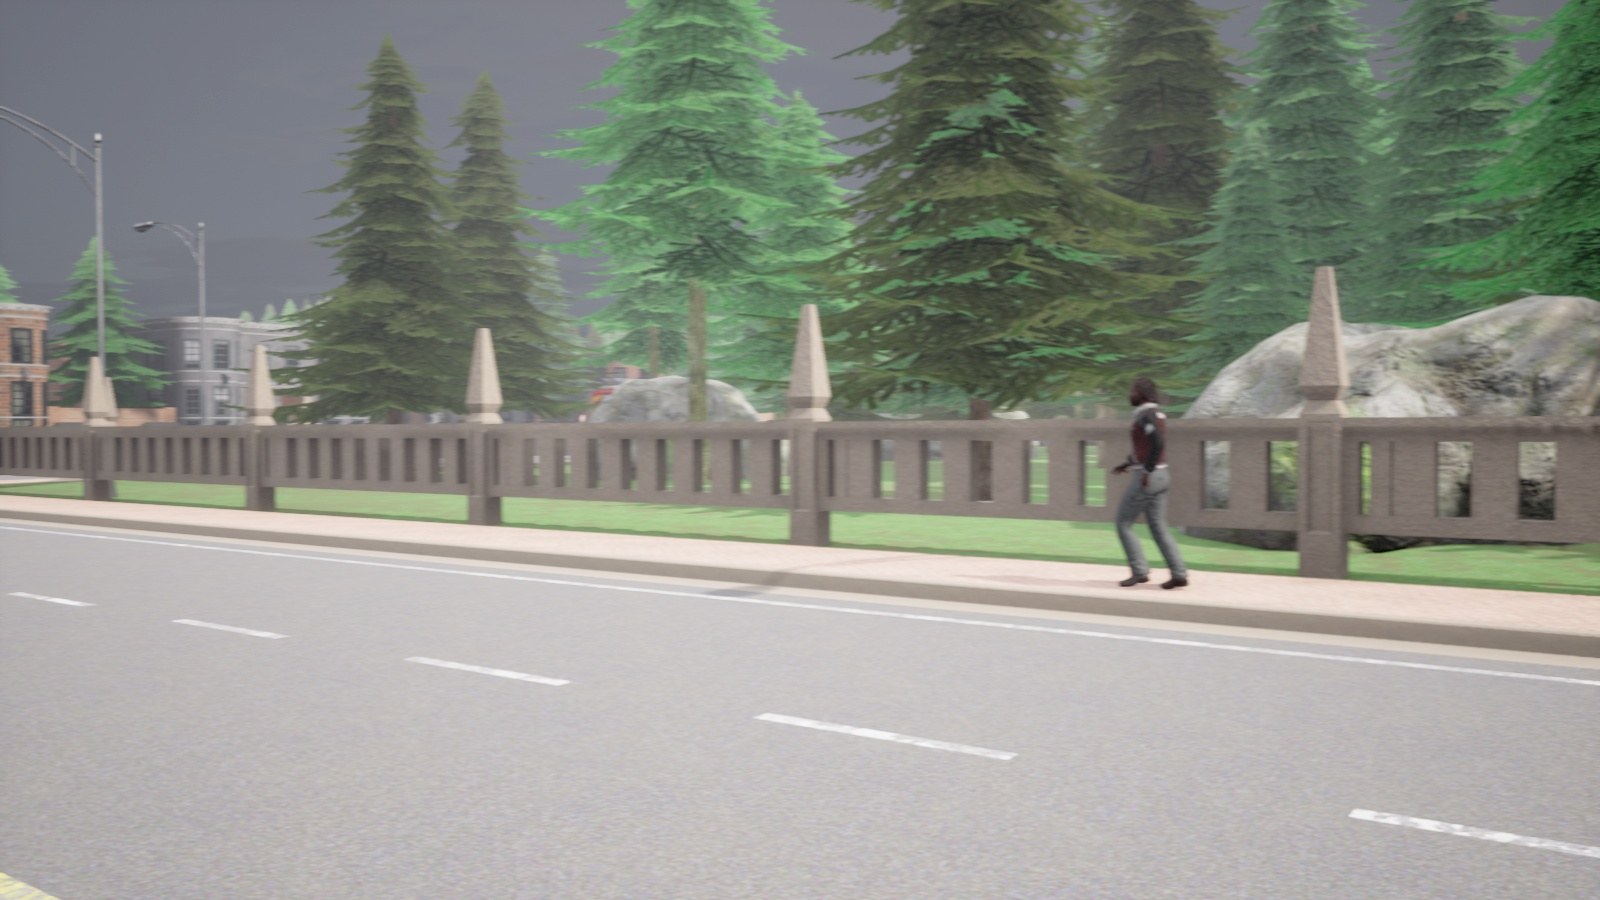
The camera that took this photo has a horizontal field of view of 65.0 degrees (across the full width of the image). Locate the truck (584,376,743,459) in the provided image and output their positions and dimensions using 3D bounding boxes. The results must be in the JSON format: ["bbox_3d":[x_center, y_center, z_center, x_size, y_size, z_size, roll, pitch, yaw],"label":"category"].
[{"bbox_3d":[-6.528,-1.568,61.766,2.891,3.827,8.468,1,1,35],"label":"truck"}]

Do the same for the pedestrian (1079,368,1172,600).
[{"bbox_3d":[2.802,0.278,10.828,0.666,1.930,0.402,1,1,34],"label":"pedestrian"}]
